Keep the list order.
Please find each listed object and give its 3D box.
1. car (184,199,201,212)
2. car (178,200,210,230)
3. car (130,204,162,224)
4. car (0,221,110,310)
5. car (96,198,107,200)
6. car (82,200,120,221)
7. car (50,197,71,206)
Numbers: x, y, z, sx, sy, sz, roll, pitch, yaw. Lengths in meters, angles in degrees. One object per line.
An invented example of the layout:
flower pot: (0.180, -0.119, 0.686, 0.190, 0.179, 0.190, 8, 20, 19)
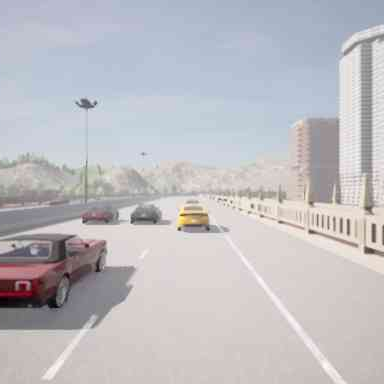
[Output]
car: (0.081, 1.606, 40.956, 1.994, 1.385, 4.181, 0, 0, 0)
car: (0.095, 1.499, 21.247, 1.882, 1.535, 5.008, 0, 0, 0)
car: (-3.405, 1.590, 25.280, 1.994, 1.385, 4.181, 0, 0, 0)
car: (-3.402, 1.609, 7.796, 1.895, 1.301, 4.718, 0, 0, 0)
car: (-14.117, 1.654, 51.557, 1.895, 1.301, 4.718, 0, 0, -1)
car: (-6.906, 1.591, 25.534, 1.994, 1.385, 4.181, 0, 0, 0)
car: (-21.163, 1.545, 53.662, 1.882, 1.535, 5.008, 0, 0, -1)
